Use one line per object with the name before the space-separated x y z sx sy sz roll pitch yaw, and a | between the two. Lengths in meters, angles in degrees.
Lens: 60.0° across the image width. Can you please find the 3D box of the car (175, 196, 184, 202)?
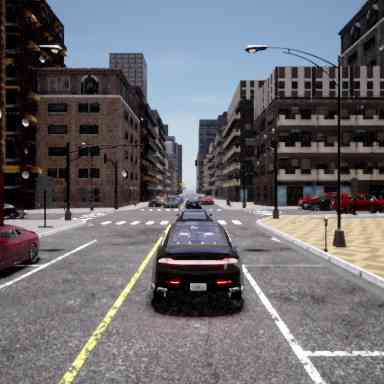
car | -2.898 1.571 79.039 2.033 1.411 5.357 0 0 0

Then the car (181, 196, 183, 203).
car | -3.005 1.619 58.103 1.895 1.301 4.718 0 0 0

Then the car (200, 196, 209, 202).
car | 2.786 1.612 73.944 1.802 1.307 4.206 0 0 0

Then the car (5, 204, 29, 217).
car | -18.130 1.806 31.496 4.902 1.511 2.128 -1 0 0

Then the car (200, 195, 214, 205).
car | 2.763 1.458 56.897 1.967 1.590 4.097 0 0 0

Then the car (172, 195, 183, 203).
car | -2.919 1.503 68.470 1.882 1.535 5.008 0 0 0

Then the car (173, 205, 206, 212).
car | 0.121 1.564 17.020 1.994 1.385 4.181 0 0 0

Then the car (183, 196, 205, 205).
car | 0.223 1.575 45.382 1.994 1.385 4.181 0 0 -3

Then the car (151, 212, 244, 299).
car | 0.113 1.491 8.405 2.128 1.511 4.902 0 0 0

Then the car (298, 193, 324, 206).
car | 14.608 1.014 37.512 5.009 1.841 2.192 -1 1 0

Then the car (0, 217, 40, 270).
car | -5.730 1.582 9.199 1.802 1.307 4.206 0 0 0

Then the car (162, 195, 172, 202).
car | -5.595 1.470 73.953 1.967 1.590 4.097 0 0 0

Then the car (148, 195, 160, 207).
car | -5.624 1.580 51.223 1.947 1.339 4.313 0 0 0

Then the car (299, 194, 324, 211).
car | 14.178 1.238 34.938 4.674 1.442 1.812 -1 0 0

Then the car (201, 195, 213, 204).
car | 2.770 1.461 62.579 1.967 1.590 4.097 0 0 0

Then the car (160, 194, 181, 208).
car | -3.003 1.365 48.170 2.097 1.767 4.553 0 0 0

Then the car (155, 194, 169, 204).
car | -5.610 1.336 62.588 2.192 1.841 5.009 0 0 0

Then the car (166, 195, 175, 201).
car | -5.580 1.480 85.318 1.967 1.590 4.097 0 0 0

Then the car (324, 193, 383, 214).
car | 14.731 1.029 29.134 5.009 1.841 2.192 -1 1 0
